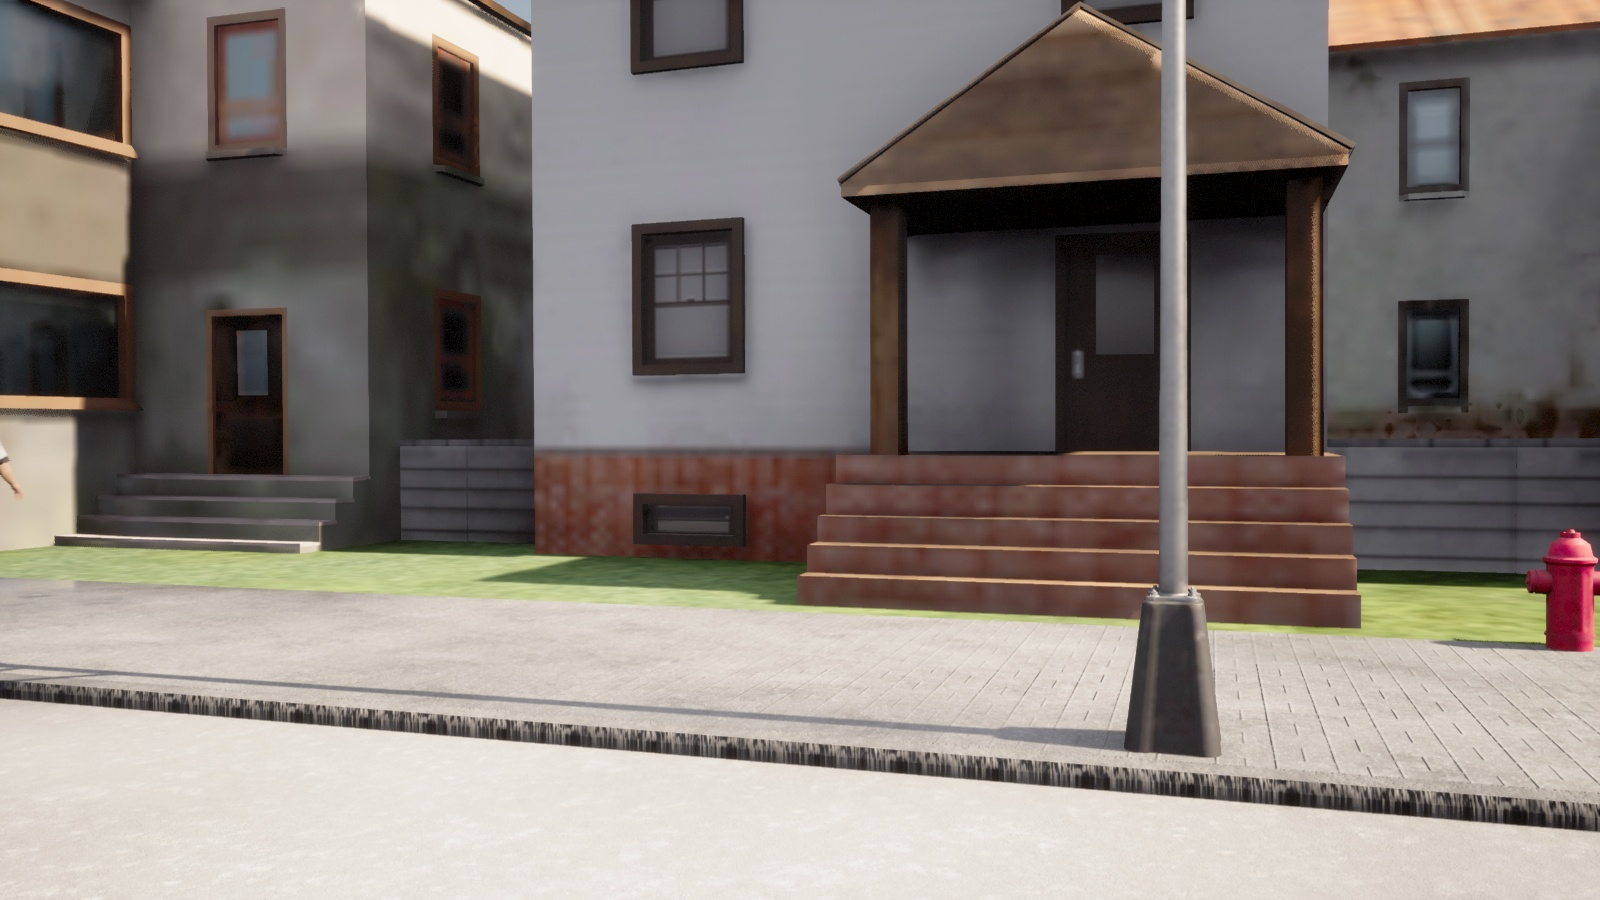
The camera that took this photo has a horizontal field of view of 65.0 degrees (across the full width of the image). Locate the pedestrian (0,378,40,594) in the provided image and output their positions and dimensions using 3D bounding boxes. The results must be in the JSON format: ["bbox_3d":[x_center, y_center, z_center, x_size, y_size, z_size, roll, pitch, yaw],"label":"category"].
[{"bbox_3d":[-7.633,0.323,11.547,0.873,1.952,0.659,0,1,12],"label":"pedestrian"}]
